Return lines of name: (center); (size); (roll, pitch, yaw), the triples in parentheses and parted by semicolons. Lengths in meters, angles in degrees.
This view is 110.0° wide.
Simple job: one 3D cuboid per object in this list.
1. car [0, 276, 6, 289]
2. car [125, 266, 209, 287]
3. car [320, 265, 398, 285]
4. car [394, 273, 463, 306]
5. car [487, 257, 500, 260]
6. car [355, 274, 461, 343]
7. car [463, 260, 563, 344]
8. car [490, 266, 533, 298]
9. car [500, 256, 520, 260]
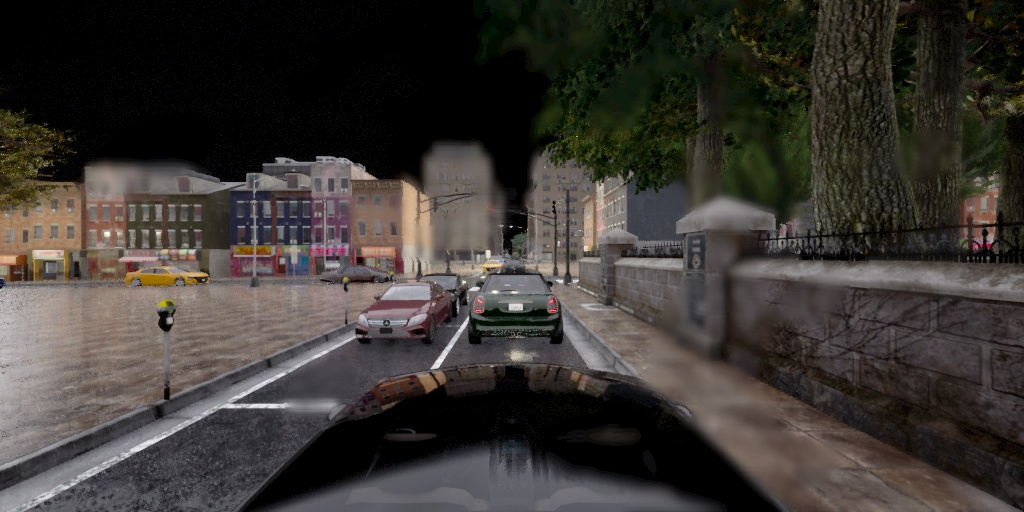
car: (-40.175, 1.759, 26.109); (5.008, 1.535, 1.882); (-1, 0, 0)
car: (-25.017, 1.505, 26.135); (5.008, 1.535, 1.882); (-1, 0, 0)
car: (-11.018, 1.400, 26.183); (5.357, 1.411, 2.033); (-1, 0, 0)
car: (-2.640, 1.316, 13.274); (1.948, 1.339, 4.313); (0, 0, 0)
car: (-2.283, 1.221, 41.541); (1.882, 1.535, 5.008); (0, 0, 1)
car: (-2.639, 1.332, 9.611); (1.802, 1.307, 4.207); (0, 0, 0)
car: (0.072, 1.102, 9.727); (2.097, 1.767, 4.553); (0, 0, 0)
car: (-0.147, 1.314, 19.171); (1.994, 1.385, 4.181); (0, 0, -5)
car: (0.274, 1.096, 37.567); (2.097, 1.767, 4.553); (0, 0, 4)
